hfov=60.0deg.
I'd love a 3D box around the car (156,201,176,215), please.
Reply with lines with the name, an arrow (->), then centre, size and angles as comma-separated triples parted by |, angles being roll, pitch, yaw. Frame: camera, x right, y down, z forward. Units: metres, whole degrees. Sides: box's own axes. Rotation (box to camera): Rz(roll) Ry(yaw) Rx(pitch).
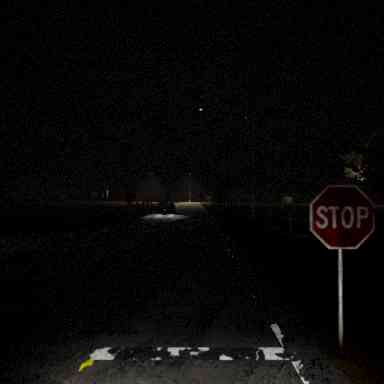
car -> -2.723, 1.658, 35.679 | 1.994, 1.385, 4.181 | 0, 0, 0
